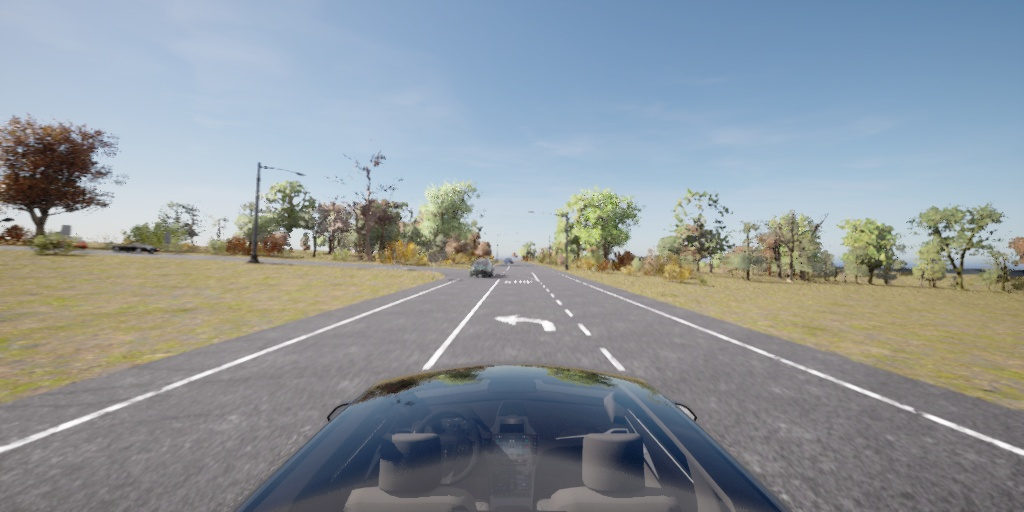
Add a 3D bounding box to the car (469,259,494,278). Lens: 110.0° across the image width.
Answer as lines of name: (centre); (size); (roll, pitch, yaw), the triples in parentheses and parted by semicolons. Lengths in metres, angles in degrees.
car: (-2.836, 1.127, 34.463); (2.097, 1.767, 4.553); (1, 1, 1)
